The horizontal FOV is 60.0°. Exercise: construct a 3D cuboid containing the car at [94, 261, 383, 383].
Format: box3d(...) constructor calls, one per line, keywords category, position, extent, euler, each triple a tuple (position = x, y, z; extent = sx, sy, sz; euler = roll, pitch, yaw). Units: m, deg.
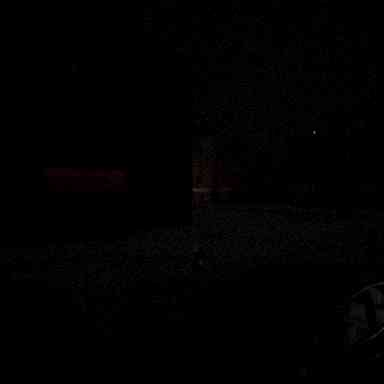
box3d(category="car", position=(1.150, 1.567, 3.623), extent=(4.313, 1.339, 1.947), euler=(0, 0, -36))
